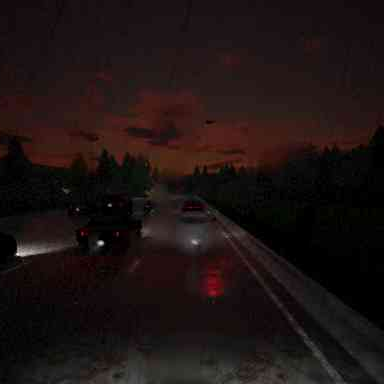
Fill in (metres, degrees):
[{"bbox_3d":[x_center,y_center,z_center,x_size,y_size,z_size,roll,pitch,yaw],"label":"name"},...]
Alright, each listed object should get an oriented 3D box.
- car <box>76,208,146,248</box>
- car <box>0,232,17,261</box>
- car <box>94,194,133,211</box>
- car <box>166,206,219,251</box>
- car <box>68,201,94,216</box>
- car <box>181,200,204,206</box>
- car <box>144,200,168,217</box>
[{"bbox_3d":[-3.409,1.603,14.653,1.895,1.301,4.718,0,0,0],"label":"car"},{"bbox_3d":[-6.922,1.566,9.584,1.994,1.385,4.181,0,0,0],"label":"car"},{"bbox_3d":[-6.907,1.226,30.651,2.150,2.045,5.566,0,0,0],"label":"car"},{"bbox_3d":[0.085,1.527,13.902,1.812,1.442,4.674,0,0,0],"label":"car"},{"bbox_3d":[-10.408,1.568,32.264,1.994,1.385,4.181,0,0,0],"label":"car"},{"bbox_3d":[0.092,1.509,31.479,1.837,1.490,4.892,0,0,0],"label":"car"},{"bbox_3d":[-3.408,1.495,31.459,2.128,1.511,4.902,0,0,0],"label":"car"}]
